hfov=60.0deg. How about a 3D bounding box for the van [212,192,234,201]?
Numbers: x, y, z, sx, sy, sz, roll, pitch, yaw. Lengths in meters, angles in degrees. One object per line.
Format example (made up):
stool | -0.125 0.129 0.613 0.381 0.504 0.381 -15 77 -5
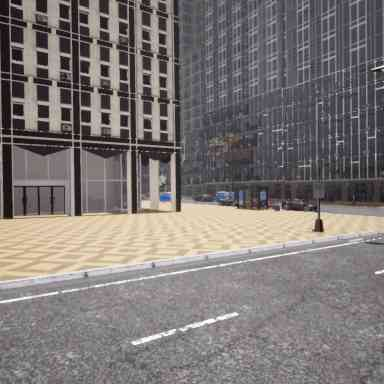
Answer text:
van | 5.836 0.855 59.309 1.690 1.788 3.998 0 1 -34

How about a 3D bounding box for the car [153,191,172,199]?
car | -6.972 0.615 78.093 2.192 1.841 5.009 0 1 -34

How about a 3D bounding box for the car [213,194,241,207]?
car | 5.271 1.319 45.172 1.947 1.339 4.313 0 1 -34

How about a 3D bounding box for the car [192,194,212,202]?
car | 1.683 1.087 60.787 1.994 1.385 4.181 -1 1 -34

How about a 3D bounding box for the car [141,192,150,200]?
car | -10.694 1.039 68.680 2.008 1.369 4.403 0 1 -34

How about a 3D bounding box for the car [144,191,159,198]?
car | -10.174 0.686 82.789 1.967 1.590 4.097 0 1 -34

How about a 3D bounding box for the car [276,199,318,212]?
car | 11.613 1.424 35.737 1.947 1.339 4.313 0 1 -34

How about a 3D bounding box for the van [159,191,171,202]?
van | -4.290 0.937 59.286 1.690 1.788 3.998 0 1 -34

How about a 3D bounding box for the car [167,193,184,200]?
car | -3.770 0.936 73.400 1.802 1.307 4.206 0 1 -34

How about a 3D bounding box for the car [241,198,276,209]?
car | 8.425 1.388 40.445 1.802 1.307 4.206 0 1 -34

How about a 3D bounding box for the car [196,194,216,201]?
car | 2.634 1.043 64.008 1.802 1.307 4.206 0 1 -34
